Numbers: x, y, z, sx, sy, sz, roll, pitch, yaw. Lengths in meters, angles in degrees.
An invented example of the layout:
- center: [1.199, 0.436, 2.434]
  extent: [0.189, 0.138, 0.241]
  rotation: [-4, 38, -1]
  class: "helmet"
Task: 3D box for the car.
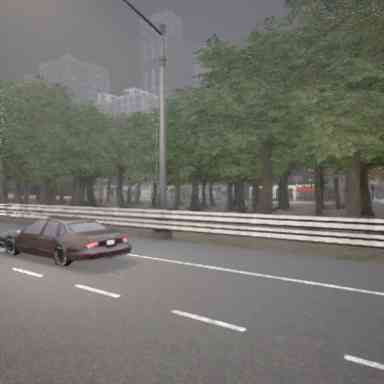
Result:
- center: [-4.466, 1.550, 11.364]
  extent: [5.357, 1.411, 2.033]
  rotation: [0, 0, 36]
  class: "car"
